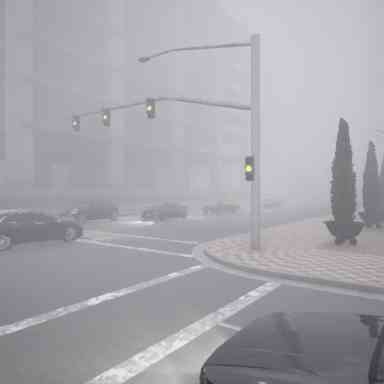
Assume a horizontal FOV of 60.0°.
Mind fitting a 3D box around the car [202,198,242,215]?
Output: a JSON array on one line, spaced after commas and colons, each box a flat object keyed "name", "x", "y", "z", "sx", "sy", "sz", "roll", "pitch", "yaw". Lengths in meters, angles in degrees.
[{"name": "car", "x": 2.964, "y": 1.600, "z": 34.095, "sx": 1.895, "sy": 1.301, "sz": 4.718, "roll": 0, "pitch": 0, "yaw": 36}]

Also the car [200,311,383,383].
[{"name": "car", "x": 2.598, "y": 1.548, "z": 2.110, "sx": 5.357, "sy": 1.411, "sz": 2.033, "roll": 0, "pitch": 0, "yaw": 36}]

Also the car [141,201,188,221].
[{"name": "car", "x": -2.165, "y": 1.563, "z": 26.993, "sx": 1.994, "sy": 1.385, "sz": 4.181, "roll": 0, "pitch": 0, "yaw": 36}]

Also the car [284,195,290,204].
[{"name": "car", "x": 14.059, "y": 1.612, "z": 55.273, "sx": 1.895, "sy": 1.301, "sz": 4.718, "roll": 0, "pitch": 0, "yaw": 36}]

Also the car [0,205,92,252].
[{"name": "car", "x": -6.948, "y": 1.504, "z": 14.045, "sx": 1.837, "sy": 1.490, "sz": 4.892, "roll": 0, "pitch": 0, "yaw": 36}]

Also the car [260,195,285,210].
[{"name": "car", "x": 10.380, "y": 1.525, "z": 44.333, "sx": 1.812, "sy": 1.442, "sz": 4.674, "roll": 0, "pitch": 0, "yaw": 36}]

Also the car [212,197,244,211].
[{"name": "car", "x": 4.643, "y": 1.476, "z": 42.390, "sx": 1.882, "sy": 1.535, "sz": 5.008, "roll": 0, "pitch": 0, "yaw": 36}]

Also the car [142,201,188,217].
[{"name": "car", "x": -2.518, "y": 1.600, "z": 32.484, "sx": 1.895, "sy": 1.301, "sz": 4.718, "roll": 0, "pitch": 0, "yaw": 36}]

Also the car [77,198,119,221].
[{"name": "car", "x": -7.773, "y": 1.351, "z": 25.206, "sx": 2.097, "sy": 1.767, "sz": 4.553, "roll": 0, "pitch": 0, "yaw": 36}]
